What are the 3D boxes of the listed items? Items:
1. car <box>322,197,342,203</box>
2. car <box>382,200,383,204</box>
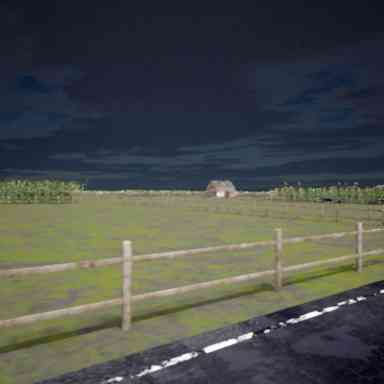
[{"bbox_3d":[35.138,1.995,83.531,2.128,1.511,4.902,0,0,-36],"label":"car"},{"bbox_3d":[43.548,2.048,72.146,1.994,1.385,4.181,0,0,-36],"label":"car"}]
